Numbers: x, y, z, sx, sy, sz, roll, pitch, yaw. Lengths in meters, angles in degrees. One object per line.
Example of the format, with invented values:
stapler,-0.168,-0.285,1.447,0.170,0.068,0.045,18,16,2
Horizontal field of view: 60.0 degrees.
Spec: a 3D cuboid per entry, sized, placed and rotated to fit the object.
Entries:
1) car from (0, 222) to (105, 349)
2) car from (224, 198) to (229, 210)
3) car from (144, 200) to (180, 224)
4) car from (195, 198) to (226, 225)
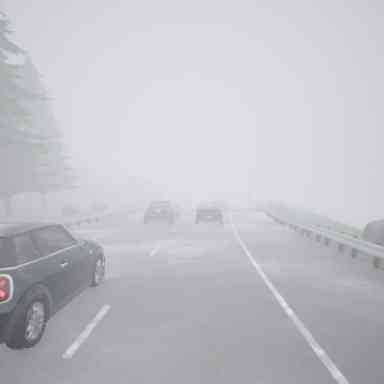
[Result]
car,-3.246,1.347,6.436,2.097,1.767,4.553,0,0,1
car,3.583,1.511,42.475,2.163,1.488,4.792,0,0,9
car,-2.147,1.350,24.896,2.097,1.767,4.553,0,0,5
car,1.326,1.481,24.514,1.882,1.535,5.008,0,0,5
